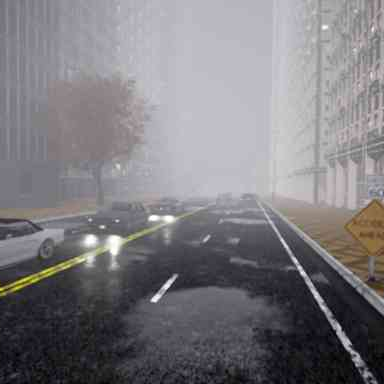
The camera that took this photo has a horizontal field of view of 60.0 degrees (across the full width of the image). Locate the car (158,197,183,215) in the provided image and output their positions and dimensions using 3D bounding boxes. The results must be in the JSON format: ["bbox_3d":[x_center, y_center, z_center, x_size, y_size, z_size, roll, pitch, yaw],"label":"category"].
[{"bbox_3d":[-2.061,1.128,28.064,1.994,1.385,4.181,1,1,10],"label":"car"}]

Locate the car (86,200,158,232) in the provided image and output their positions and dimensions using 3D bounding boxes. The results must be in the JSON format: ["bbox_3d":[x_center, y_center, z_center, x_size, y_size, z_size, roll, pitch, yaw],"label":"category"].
[{"bbox_3d":[-3.757,1.227,18.287,2.033,1.411,5.357,1,1,10],"label":"car"}]

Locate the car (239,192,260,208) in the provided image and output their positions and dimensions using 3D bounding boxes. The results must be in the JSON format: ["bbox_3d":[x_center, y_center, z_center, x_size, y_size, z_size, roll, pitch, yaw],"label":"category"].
[{"bbox_3d":[6.736,0.876,39.754,2.097,1.767,4.553,1,1,10],"label":"car"}]

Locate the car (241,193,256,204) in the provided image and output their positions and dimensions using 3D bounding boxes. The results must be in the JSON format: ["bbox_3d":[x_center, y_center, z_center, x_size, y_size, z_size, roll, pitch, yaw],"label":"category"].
[{"bbox_3d":[8.469,0.949,49.842,2.033,1.411,5.357,1,1,10],"label":"car"}]

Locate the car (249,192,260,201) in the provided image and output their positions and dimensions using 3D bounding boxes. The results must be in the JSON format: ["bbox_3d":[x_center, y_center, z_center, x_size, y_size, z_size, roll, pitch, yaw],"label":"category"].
[{"bbox_3d":[11.587,0.795,61.806,1.812,1.442,4.674,1,1,10],"label":"car"}]

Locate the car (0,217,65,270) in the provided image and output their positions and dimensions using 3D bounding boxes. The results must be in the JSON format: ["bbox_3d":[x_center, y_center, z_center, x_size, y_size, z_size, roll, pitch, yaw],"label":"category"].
[{"bbox_3d":[-5.415,1.395,8.689,1.895,1.301,4.718,1,1,10],"label":"car"}]

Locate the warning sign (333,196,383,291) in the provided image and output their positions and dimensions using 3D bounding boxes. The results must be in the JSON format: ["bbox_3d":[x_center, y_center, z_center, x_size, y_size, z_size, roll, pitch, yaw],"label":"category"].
[{"bbox_3d":[3.956,1.068,7.282,1.300,1.860,1.060,2,2,10],"label":"warning sign"}]

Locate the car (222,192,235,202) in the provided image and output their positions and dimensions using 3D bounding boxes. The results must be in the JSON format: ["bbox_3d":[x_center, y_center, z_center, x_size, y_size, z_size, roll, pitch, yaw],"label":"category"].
[{"bbox_3d":[6.083,0.814,55.140,1.812,1.442,4.674,1,1,11],"label":"car"}]

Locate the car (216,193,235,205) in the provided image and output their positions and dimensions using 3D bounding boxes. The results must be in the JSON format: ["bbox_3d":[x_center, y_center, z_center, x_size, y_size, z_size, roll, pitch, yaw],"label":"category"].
[{"bbox_3d":[4.395,0.900,45.306,2.128,1.511,4.902,1,1,10],"label":"car"}]
